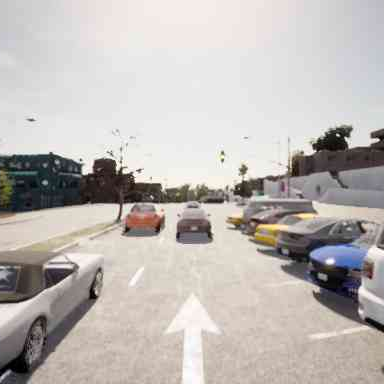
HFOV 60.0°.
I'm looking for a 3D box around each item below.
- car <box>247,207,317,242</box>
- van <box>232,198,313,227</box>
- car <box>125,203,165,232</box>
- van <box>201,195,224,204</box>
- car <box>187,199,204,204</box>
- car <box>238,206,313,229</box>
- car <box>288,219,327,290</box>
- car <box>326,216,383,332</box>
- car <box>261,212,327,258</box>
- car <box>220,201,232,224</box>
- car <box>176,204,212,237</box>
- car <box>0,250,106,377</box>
[{"bbox_3d":[5.246,1.571,13.827,5.366,1.575,1.946,1,-1,-20],"label":"car"},{"bbox_3d":[4.967,1.388,19.685,4.442,1.987,1.878,1,0,-20],"label":"van"},{"bbox_3d":[-2.895,1.490,21.377,2.097,1.767,4.553,0,0,0],"label":"car"},{"bbox_3d":[4.976,1.739,74.952,4.442,1.987,1.878,1,-2,-20],"label":"van"},{"bbox_3d":[0.109,1.761,36.108,1.812,1.442,4.674,0,0,0],"label":"car"},{"bbox_3d":[5.099,1.623,16.756,4.792,1.488,2.163,1,-1,-20],"label":"car"},{"bbox_3d":[5.077,1.531,7.794,5.008,1.535,2.097,1,0,-20],"label":"car"},{"bbox_3d":[5.100,1.263,4.831,5.566,2.045,2.435,1,-1,-20],"label":"car"},{"bbox_3d":[5.065,1.552,10.779,4.892,1.521,2.231,1,-1,-20],"label":"car"},{"bbox_3d":[4.901,1.632,22.642,5.366,1.575,1.946,1,0,-20],"label":"car"},{"bbox_3d":[0.103,1.642,18.593,1.812,1.442,4.674,0,0,0],"label":"car"},{"bbox_3d":[-2.899,1.629,5.592,1.895,1.301,4.718,0,0,0],"label":"car"}]
